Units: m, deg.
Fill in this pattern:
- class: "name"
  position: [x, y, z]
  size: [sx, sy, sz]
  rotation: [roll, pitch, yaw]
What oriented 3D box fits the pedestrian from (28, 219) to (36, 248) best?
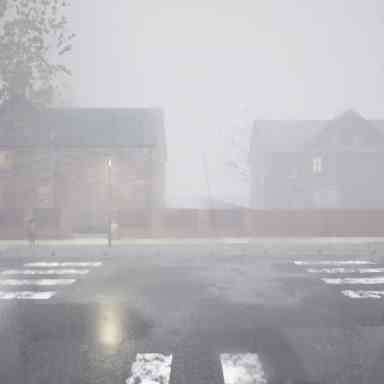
- class: "pedestrian"
  position: [-6.638, 1.348, 13.749]
  size: [0.375, 1.860, 0.375]
  rotation: [0, -1, 1]
